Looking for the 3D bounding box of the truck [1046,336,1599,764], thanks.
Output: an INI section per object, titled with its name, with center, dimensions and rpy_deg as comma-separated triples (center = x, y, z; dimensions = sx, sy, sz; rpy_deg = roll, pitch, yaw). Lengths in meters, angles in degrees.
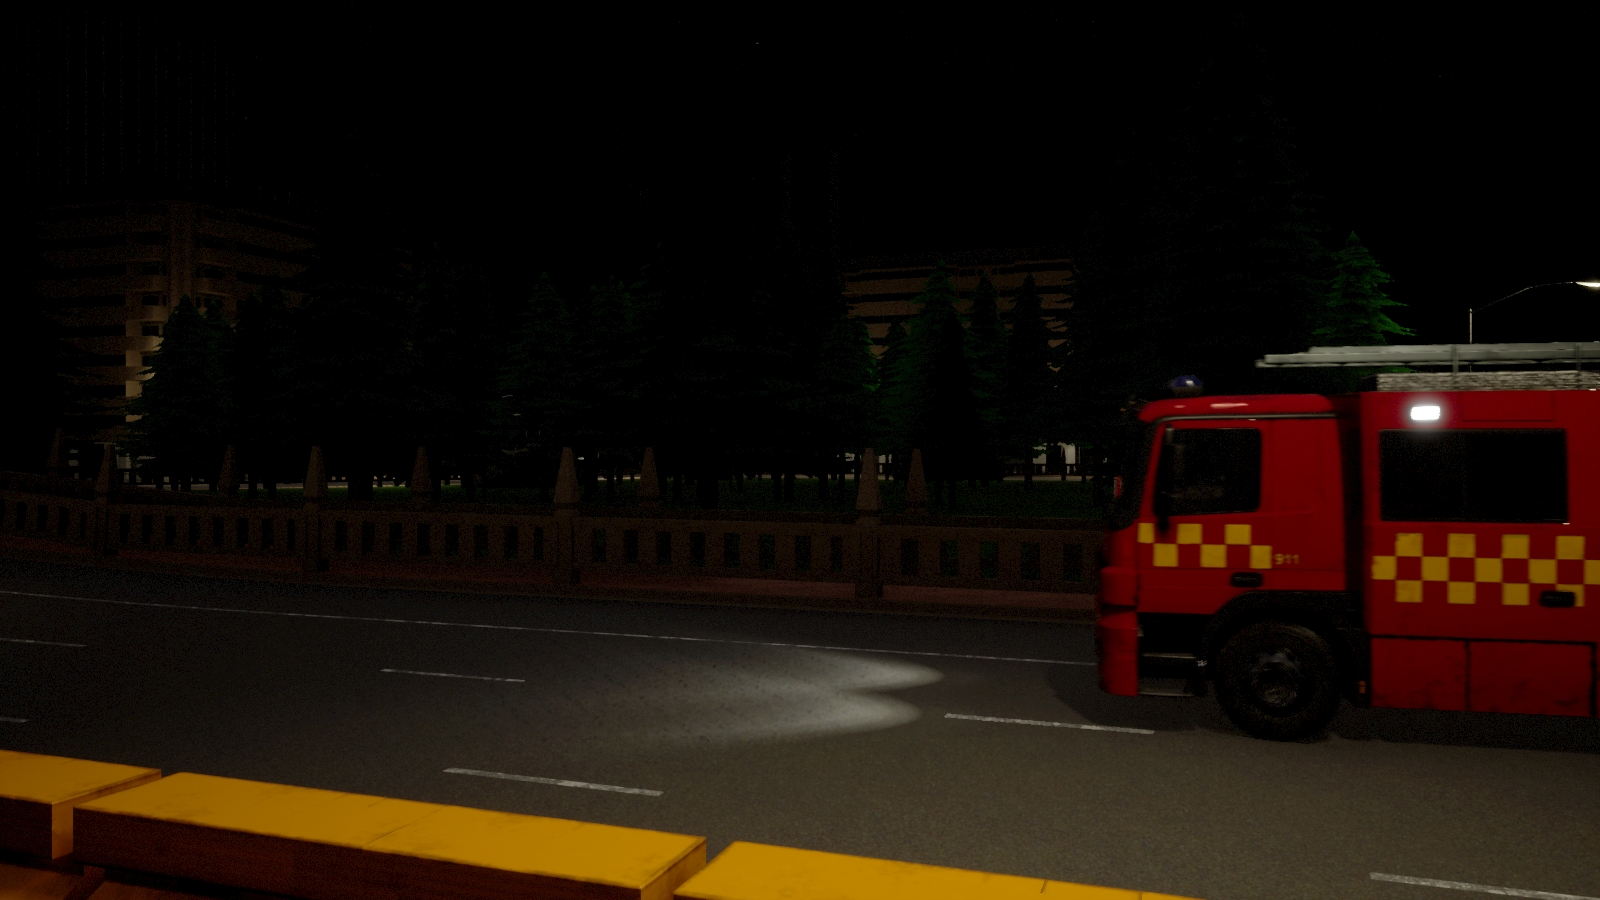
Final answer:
[truck]
center = 6.906, 0.891, 11.767
dimensions = 8.468, 3.827, 2.891
rpy_deg = 0, 0, 14
